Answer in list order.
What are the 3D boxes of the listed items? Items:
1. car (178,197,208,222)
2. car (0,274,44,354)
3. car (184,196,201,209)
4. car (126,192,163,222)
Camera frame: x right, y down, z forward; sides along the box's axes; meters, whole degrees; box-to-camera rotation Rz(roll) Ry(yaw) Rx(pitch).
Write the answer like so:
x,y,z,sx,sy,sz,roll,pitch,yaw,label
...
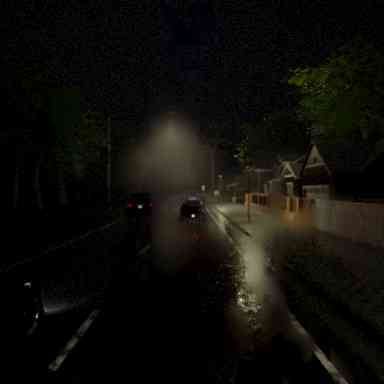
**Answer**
x,y,z,sx,sy,sz,roll,pitch,yaw,label
0.075,1.329,24.660,1.837,1.490,4.892,0,1,0,car
-3.404,1.538,3.748,1.994,1.385,4.181,0,0,0,car
0.057,1.251,41.140,1.994,1.385,4.181,0,1,0,car
-3.426,1.046,24.632,2.150,2.045,5.566,0,0,0,car
